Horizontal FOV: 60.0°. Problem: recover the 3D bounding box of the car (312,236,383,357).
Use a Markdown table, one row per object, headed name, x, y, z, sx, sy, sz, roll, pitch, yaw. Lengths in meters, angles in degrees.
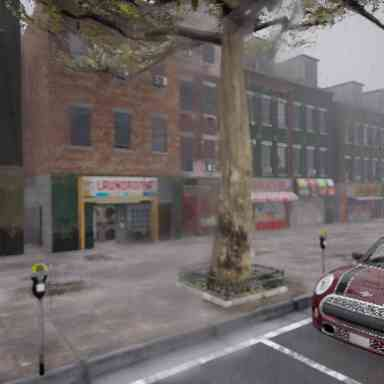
| name | x | y | z | sx | sy | sz | roll | pitch | yaw |
| --- | --- | --- | --- | --- | --- | --- | --- | --- | --- |
| car | 3.831 | 1.427 | 5.555 | 4.097 | 1.590 | 1.967 | 0 | -1 | -35 |
